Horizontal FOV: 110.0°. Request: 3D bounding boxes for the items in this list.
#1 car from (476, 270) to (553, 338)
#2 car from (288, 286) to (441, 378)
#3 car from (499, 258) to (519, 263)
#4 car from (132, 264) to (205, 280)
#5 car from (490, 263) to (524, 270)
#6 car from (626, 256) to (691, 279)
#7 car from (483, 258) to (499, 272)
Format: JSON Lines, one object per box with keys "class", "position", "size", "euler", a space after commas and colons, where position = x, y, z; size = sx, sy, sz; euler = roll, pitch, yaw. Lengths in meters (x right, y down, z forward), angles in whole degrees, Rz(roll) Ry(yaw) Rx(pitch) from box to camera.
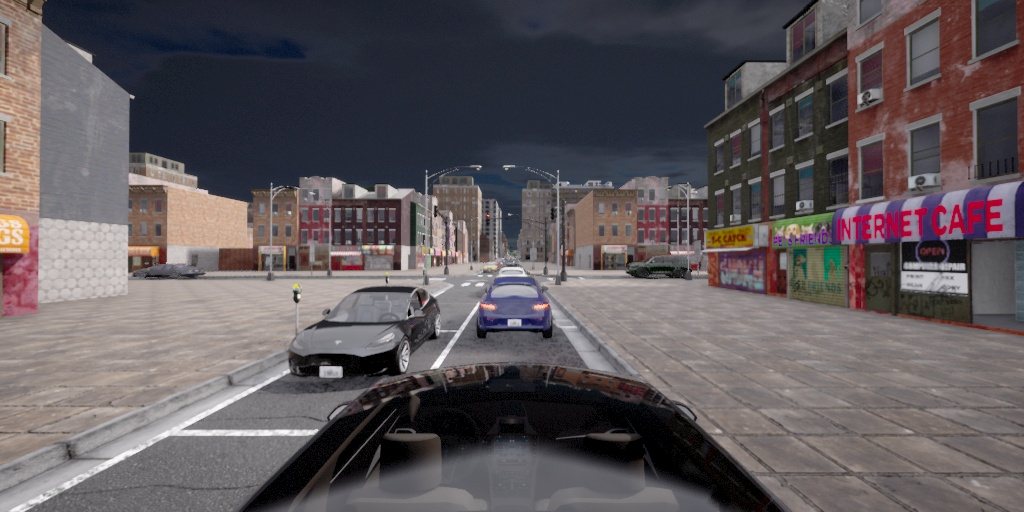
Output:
{"class": "car", "position": [0.070, 1.287, 10.084], "size": [1.812, 1.442, 4.674], "euler": [0, 0, 0]}
{"class": "car", "position": [-2.644, 1.322, 7.403], "size": [1.948, 1.339, 4.313], "euler": [0, 0, 0]}
{"class": "car", "position": [-0.015, 1.317, 40.318], "size": [2.128, 1.511, 4.902], "euler": [0, 0, -5]}
{"class": "car", "position": [-31.549, 1.424, 33.023], "size": [5.357, 1.411, 2.033], "euler": [0, -1, 0]}
{"class": "car", "position": [0.000, 1.302, 19.218], "size": [1.812, 1.442, 4.674], "euler": [0, 0, 0]}
{"class": "car", "position": [13.447, 1.007, 32.999], "size": [5.566, 2.045, 2.150], "euler": [0, -1, 0]}
{"class": "car", "position": [-2.681, 1.367, 45.002], "size": [1.751, 1.417, 4.829], "euler": [0, 0, 0]}
